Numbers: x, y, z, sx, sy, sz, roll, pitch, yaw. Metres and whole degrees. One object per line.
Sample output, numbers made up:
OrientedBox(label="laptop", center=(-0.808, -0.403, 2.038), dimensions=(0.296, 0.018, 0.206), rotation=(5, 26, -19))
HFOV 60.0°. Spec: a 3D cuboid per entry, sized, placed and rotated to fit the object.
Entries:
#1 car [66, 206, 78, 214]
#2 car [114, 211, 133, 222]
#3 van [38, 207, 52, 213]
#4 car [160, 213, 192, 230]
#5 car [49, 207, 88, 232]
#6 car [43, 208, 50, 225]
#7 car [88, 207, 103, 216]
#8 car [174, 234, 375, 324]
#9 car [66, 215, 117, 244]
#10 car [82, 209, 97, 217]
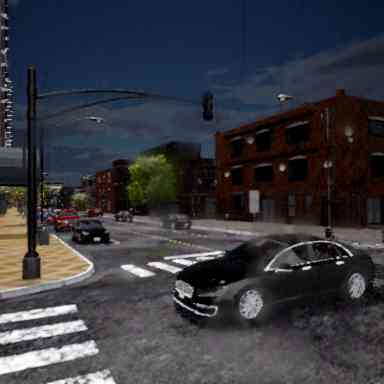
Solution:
OrientedBox(label="car", center=(-30.266, 4.618, 83.812), dimensions=(2.192, 1.841, 5.009), rotation=(-1, -2, -28))
OrientedBox(label="car", center=(-9.076, 3.213, 44.124), dimensions=(2.008, 1.369, 4.403), rotation=(-1, -2, -28))
OrientedBox(label="van", center=(-22.044, 3.431, 50.596), dimensions=(1.690, 1.788, 3.998), rotation=(-1, -2, -28))
OrientedBox(label="car", center=(-1.509, 2.634, 30.188), dimensions=(2.008, 1.369, 4.403), rotation=(-1, -2, -28))
OrientedBox(label="car", center=(-11.379, 2.570, 30.387), dimensions=(2.192, 1.841, 5.009), rotation=(-1, -2, -28))
OrientedBox(label="car", center=(-16.502, 3.099, 40.186), dimensions=(1.967, 1.590, 4.097), rotation=(-1, -2, -28))
OrientedBox(label="car", center=(-17.250, 3.610, 59.412), dimensions=(2.192, 1.841, 5.009), rotation=(-1, -2, -28))
OrientedBox(label="car", center=(1.970, 1.758, 7.485), dimensions=(4.892, 1.490, 1.837), rotation=(1, -1, -27))
OrientedBox(label="car", center=(-6.531, 2.443, 21.249), dimensions=(1.947, 1.339, 4.313), rotation=(-1, -2, -28))
OrientedBox(label="car", center=(-19.926, 4.028, 64.437), dimensions=(1.752, 1.417, 4.829), rotation=(-1, -2, -28))
